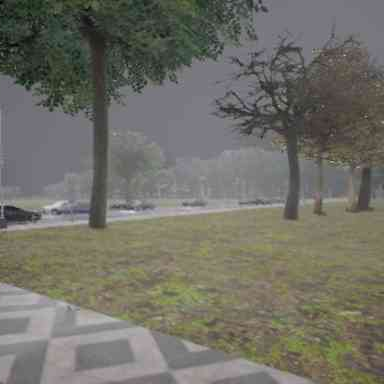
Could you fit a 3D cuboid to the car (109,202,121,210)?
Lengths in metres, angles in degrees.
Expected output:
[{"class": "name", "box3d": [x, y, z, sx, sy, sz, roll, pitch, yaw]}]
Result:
[{"class": "car", "box3d": [-9.300, 1.872, 46.668, 1.895, 1.301, 4.718, -1, -1, 35]}]

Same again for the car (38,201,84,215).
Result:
[{"class": "car", "box3d": [-15.088, 1.783, 38.543, 1.812, 1.442, 4.674, -1, -1, 35]}]

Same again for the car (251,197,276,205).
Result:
[{"class": "car", "box3d": [13.128, 1.682, 61.078, 1.837, 1.490, 4.892, -1, -1, 35]}]

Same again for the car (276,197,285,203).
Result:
[{"class": "car", "box3d": [19.586, 1.798, 75.952, 1.812, 1.442, 4.674, -1, -1, 35]}]

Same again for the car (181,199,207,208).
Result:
[{"class": "car", "box3d": [0.467, 1.793, 54.698, 2.033, 1.411, 5.357, -1, -1, 36]}]

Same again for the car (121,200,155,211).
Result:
[{"class": "car", "box3d": [-6.876, 1.786, 44.476, 1.994, 1.385, 4.181, -1, -1, 35]}]

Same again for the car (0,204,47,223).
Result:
[{"class": "car", "box3d": [-13.379, 1.622, 24.089, 1.812, 1.442, 4.674, -2, -1, 37]}]

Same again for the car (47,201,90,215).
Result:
[{"class": "car", "box3d": [-12.636, 1.755, 36.376, 2.033, 1.411, 5.357, -1, -1, 35]}]

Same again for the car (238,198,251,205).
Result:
[{"class": "car", "box3d": [10.471, 1.790, 62.951, 1.994, 1.385, 4.181, -1, -1, 35]}]
